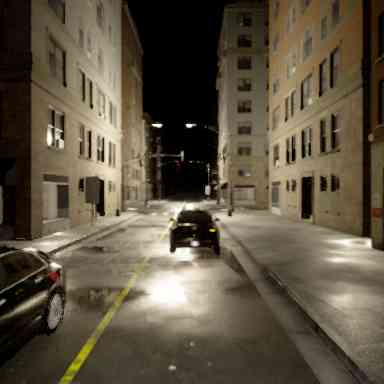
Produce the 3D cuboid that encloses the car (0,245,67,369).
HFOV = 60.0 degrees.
[{"bbox_3d":[-3.078,1.498,3.898,1.837,1.490,4.892,0,0,0],"label":"car"}]

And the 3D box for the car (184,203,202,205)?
[{"bbox_3d":[0.087,1.554,26.489,1.895,1.301,4.718,0,0,-1],"label":"car"}]

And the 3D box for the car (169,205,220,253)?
[{"bbox_3d":[0.105,1.480,13.527,1.837,1.490,4.892,0,0,0],"label":"car"}]
